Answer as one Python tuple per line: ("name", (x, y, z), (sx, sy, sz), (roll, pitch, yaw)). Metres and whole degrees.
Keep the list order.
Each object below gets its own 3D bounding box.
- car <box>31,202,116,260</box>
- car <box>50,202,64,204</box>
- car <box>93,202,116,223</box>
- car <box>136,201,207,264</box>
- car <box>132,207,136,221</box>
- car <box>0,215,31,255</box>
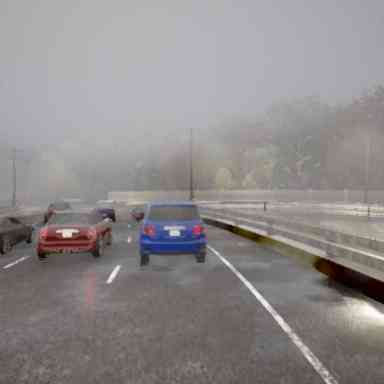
("car", (-4.445, 1.476, 13.294), (2.097, 1.767, 4.553), (0, -1, -7))
("car", (-10.983, 1.617, 27.906), (2.097, 1.767, 4.553), (0, -1, -15))
("car", (-7.940, 1.750, 29.977), (1.882, 1.535, 5.008), (0, 0, -16))
("car", (-0.821, 1.330, 12.563), (2.150, 2.045, 5.566), (0, 0, -7))
("car", (-4.254, 1.824, 29.813), (1.994, 1.385, 4.181), (0, 0, -15))
("car", (-8.039, 1.665, 13.738), (1.812, 1.442, 4.674), (0, 0, -8))
